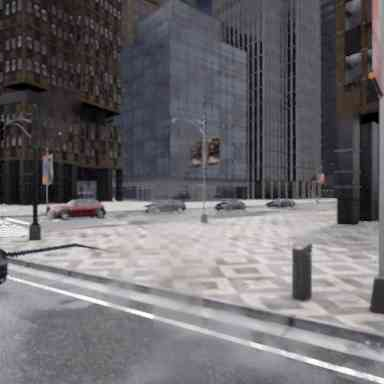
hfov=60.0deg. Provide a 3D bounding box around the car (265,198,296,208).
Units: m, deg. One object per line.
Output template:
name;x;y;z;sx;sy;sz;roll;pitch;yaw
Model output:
car;12.743;1.577;47.559;5.357;1.411;2.033;0;0;-41

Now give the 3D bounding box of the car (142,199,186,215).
car;-2.806;1.525;34.203;4.902;1.511;2.128;0;0;-41

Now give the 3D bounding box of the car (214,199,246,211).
car;4.697;1.594;40.659;4.181;1.385;1.994;0;0;-41

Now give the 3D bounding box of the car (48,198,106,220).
car;-9.716;1.392;28.240;4.553;1.767;2.097;0;0;-41

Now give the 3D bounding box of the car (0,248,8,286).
car;-6.297;1.544;7.919;4.892;1.490;1.837;0;0;34
